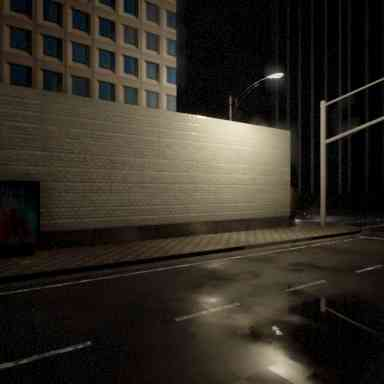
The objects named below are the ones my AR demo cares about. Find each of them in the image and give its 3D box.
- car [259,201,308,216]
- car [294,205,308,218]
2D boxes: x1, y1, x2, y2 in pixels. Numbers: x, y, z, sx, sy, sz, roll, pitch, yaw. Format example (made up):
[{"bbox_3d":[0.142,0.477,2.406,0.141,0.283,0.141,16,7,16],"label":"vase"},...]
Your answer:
[{"bbox_3d":[9.378,1.656,34.337,1.895,1.301,4.718,0,0,-36],"label":"car"},{"bbox_3d":[8.176,1.581,30.012,1.812,1.442,4.674,0,0,-36],"label":"car"}]
